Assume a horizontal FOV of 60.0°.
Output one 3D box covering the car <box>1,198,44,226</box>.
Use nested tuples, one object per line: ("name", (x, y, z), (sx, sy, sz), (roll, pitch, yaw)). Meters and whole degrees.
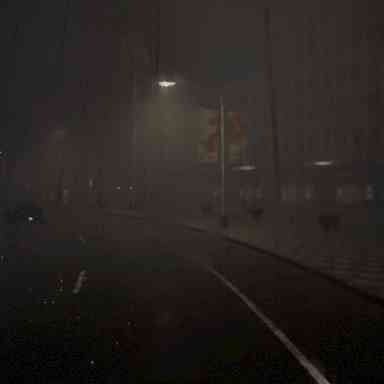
("car", (-11.647, 1.425, 22.983), (1.837, 1.490, 4.892), (0, 0, -36))

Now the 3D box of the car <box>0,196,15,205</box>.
("car", (-27.659, 1.323, 49.788), (2.231, 1.521, 4.892), (-1, 0, -44))
